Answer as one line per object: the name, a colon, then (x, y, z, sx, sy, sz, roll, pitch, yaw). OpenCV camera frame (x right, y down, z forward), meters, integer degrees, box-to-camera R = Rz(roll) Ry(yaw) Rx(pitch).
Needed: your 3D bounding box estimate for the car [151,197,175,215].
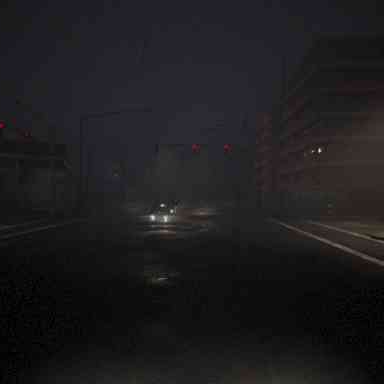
car: (-3.174, 1.542, 34.701, 2.033, 1.411, 5.357, 0, 0, -1)

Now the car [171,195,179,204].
car: (-3.331, 1.344, 52.538, 2.097, 1.767, 4.553, 0, 0, 0)

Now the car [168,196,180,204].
car: (-3.393, 1.554, 62.555, 1.994, 1.385, 4.181, 0, 0, 0)

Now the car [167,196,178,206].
car: (-3.257, 1.557, 43.942, 1.994, 1.385, 4.181, 0, 0, 0)

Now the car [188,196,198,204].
car: (0.248, 1.515, 64.987, 1.812, 1.442, 4.674, 0, 0, 0)

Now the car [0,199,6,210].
car: (-24.053, 1.449, 38.904, 3.806, 1.475, 1.970, 0, 0, 1)
